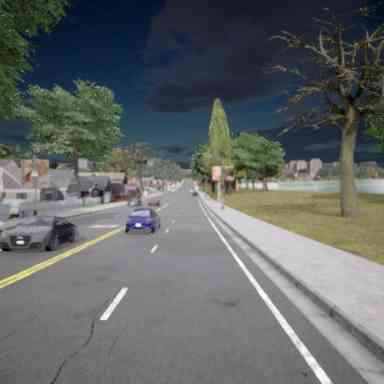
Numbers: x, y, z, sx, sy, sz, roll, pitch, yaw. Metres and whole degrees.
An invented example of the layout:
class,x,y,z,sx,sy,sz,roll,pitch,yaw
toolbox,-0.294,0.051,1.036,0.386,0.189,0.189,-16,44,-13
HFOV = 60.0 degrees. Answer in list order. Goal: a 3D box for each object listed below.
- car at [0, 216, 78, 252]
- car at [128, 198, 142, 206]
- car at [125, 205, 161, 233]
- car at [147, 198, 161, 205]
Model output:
class,x,y,z,sx,sy,sz,roll,pitch,yaw
car,-6.593,1.757,14.752,1.994,1.385,4.181,0,-1,0
car,-9.773,1.778,57.153,2.128,1.511,4.902,0,0,1
car,-3.142,1.794,21.762,1.812,1.442,4.674,0,-1,0
car,-6.523,1.761,57.629,1.882,1.535,5.008,0,0,1
